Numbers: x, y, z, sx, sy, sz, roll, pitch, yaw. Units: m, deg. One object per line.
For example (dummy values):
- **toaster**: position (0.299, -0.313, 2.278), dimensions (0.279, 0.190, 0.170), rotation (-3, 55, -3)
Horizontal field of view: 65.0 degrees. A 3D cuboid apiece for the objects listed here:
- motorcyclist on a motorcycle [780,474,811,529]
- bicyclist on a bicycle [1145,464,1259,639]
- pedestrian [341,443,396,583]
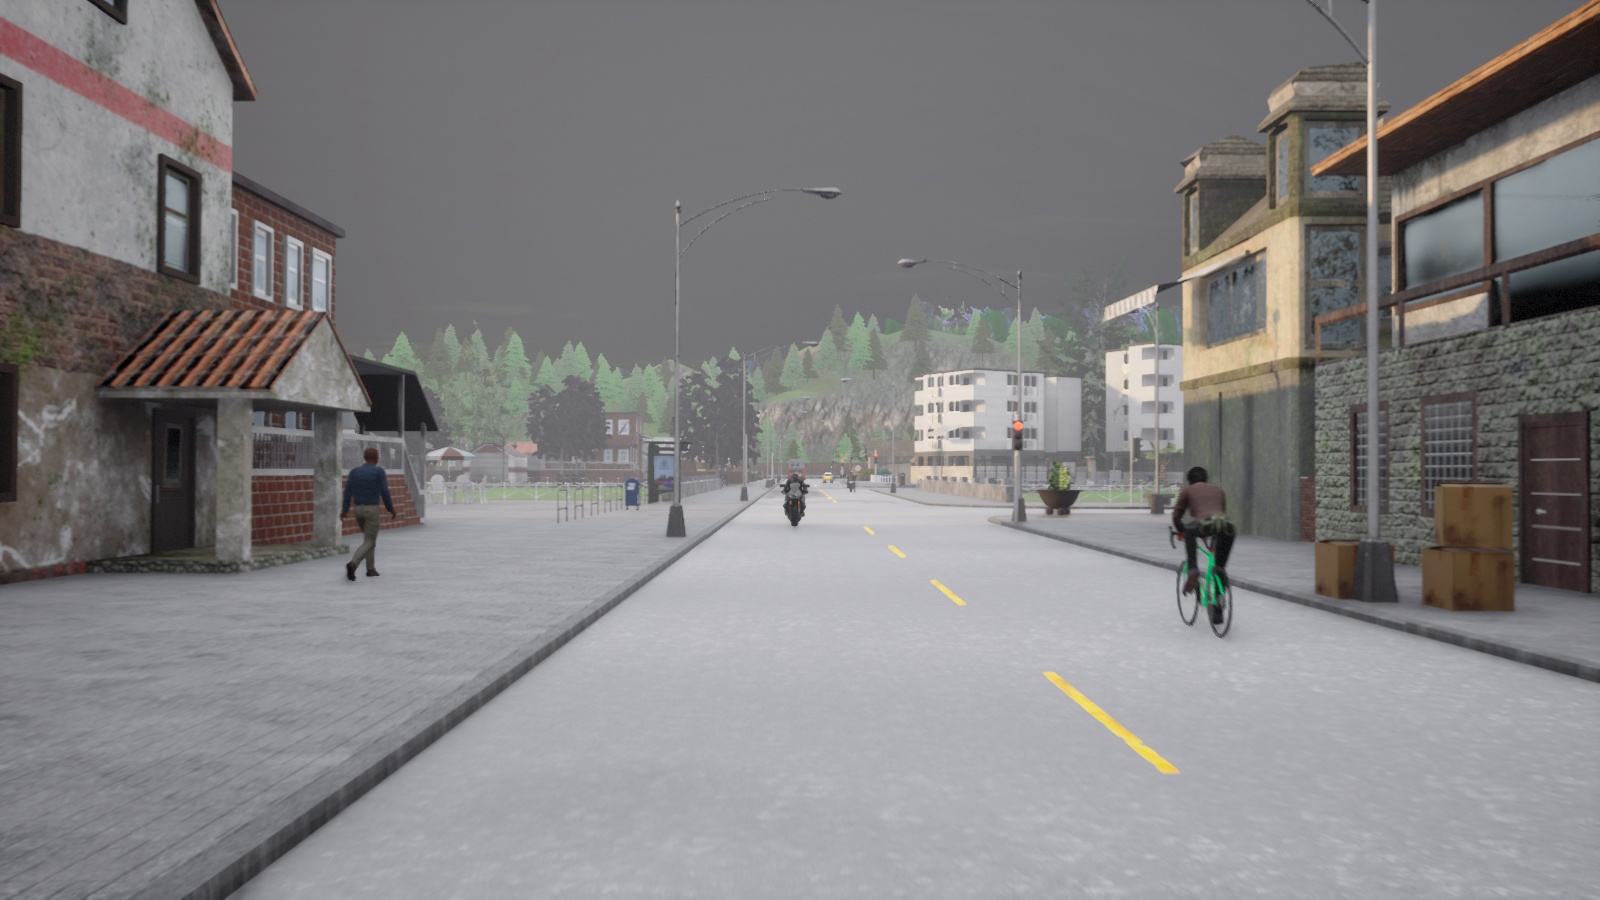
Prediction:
- **motorcyclist on a motorcycle**: position (-0.135, 1.451, 35.888), dimensions (0.866, 1.530, 2.191), rotation (0, -1, 0)
- **bicyclist on a bicycle**: position (3.969, 0.961, 12.508), dimensions (0.582, 1.620, 1.656), rotation (0, -1, 0)
- **pedestrian**: position (-5.771, 0.829, 16.811), dimensions (0.370, 1.835, 0.726), rotation (0, -1, 12)
